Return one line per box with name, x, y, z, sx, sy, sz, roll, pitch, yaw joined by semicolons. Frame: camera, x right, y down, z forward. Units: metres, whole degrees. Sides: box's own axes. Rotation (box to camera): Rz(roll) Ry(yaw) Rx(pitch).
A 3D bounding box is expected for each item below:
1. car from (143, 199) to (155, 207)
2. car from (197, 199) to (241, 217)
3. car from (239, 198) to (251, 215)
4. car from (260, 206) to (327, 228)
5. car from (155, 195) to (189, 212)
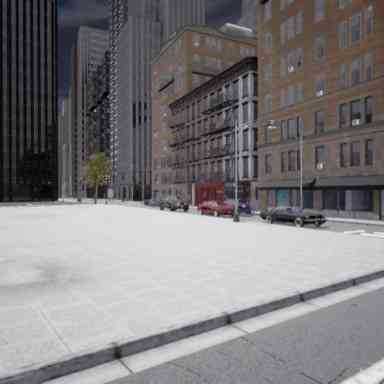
car;-7.000;1.829;57.447;1.994;1.385;4.181;0;0;-26
car;2.288;1.598;32.466;1.882;1.535;5.008;0;0;-26
car;4.169;1.468;34.745;2.097;1.767;4.553;0;0;-26
car;6.920;1.667;23.068;1.895;1.301;4.718;0;0;-26
car;-2.392;1.401;41.993;2.150;2.045;5.566;0;0;-27
